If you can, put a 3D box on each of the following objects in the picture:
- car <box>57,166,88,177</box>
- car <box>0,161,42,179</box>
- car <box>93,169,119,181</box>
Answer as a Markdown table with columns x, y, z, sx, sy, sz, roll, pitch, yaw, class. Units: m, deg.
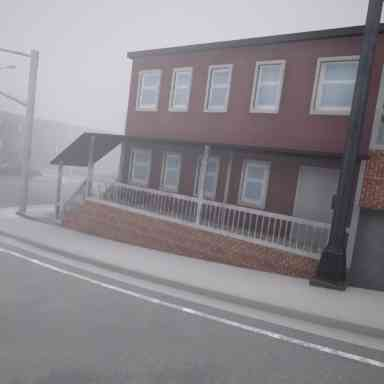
| x | y | z | sx | sy | sz | roll | pitch | yaw | class |
| --- | --- | --- | --- | --- | --- | --- | --- | --- | --- |
| -14.650 | -2.725 | 42.369 | 1.837 | 1.490 | 4.892 | 11 | 7 | 35 | car |
| -17.496 | -2.154 | 32.502 | 2.033 | 1.411 | 5.357 | 11 | 6 | 37 | car |
| -9.955 | -2.148 | 42.985 | 2.033 | 1.411 | 5.357 | 11 | 6 | 35 | car |
